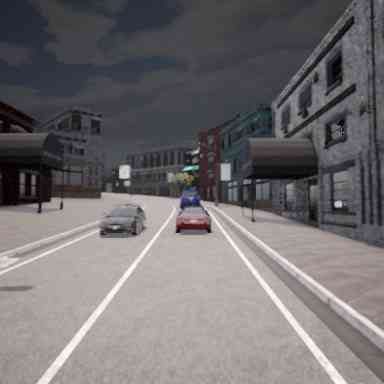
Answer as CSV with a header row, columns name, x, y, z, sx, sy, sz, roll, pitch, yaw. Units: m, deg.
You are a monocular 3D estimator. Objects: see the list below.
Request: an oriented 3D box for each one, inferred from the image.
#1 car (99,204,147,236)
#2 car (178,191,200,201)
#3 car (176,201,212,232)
name,x,y,z,sx,sy,sz,roll,pitch,yaw
car,-3.596,1.429,17.972,1.837,1.490,4.892,0,1,0
car,-0.311,0.869,38.118,2.150,2.045,5.566,0,1,-4
car,0.091,1.474,19.440,1.994,1.385,4.181,0,1,0
